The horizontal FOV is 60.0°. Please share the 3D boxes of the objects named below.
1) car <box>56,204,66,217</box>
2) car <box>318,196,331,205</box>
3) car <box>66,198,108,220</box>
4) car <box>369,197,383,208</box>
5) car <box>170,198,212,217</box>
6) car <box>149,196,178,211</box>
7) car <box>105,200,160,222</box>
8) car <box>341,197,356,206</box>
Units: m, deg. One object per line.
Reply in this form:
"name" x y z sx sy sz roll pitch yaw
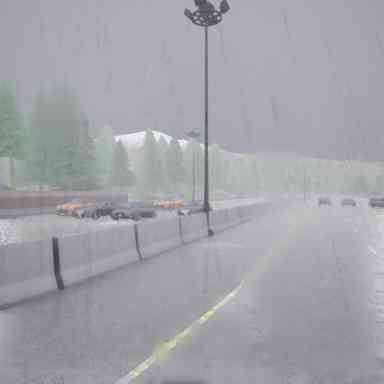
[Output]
"car" -10.389 1.349 30.845 2.097 1.767 4.553 0 0 22
"car" 23.598 1.483 59.154 2.128 1.511 4.902 0 0 22
"car" -7.776 1.490 27.985 2.128 1.511 4.902 0 0 22
"car" 26.538 1.484 47.609 2.128 1.511 4.902 0 0 22
"car" 0.288 1.490 29.210 2.128 1.511 4.902 0 0 22
"car" -2.869 1.348 40.274 2.097 1.767 4.553 0 0 22
"car" -4.600 1.563 26.506 1.994 1.385 4.181 0 0 22
"car" 25.373 1.520 54.160 1.812 1.442 4.674 0 0 22
